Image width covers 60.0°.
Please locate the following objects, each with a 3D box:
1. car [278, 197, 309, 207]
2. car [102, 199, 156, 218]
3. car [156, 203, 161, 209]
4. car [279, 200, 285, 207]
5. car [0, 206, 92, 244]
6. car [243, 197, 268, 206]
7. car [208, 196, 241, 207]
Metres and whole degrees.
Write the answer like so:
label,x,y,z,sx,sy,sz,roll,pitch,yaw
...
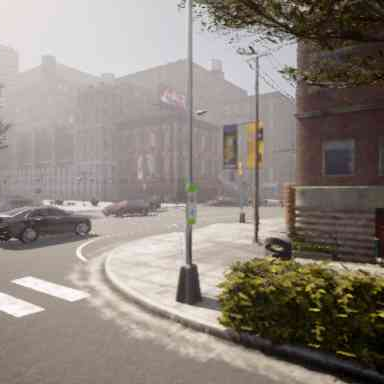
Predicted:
label,x,y,z,sx,sy,sz,roll,pitch,yaw
car,15.401,1.467,50.633,4.181,1.385,1.994,0,0,-23
car,-5.694,1.398,29.296,1.812,1.442,4.674,0,0,38
car,-5.576,1.453,35.148,1.895,1.301,4.718,0,0,40
car,14.187,1.475,46.256,4.181,1.385,1.994,0,0,-25
car,-6.865,1.419,15.466,1.837,1.490,4.892,-2,-1,29
car,9.321,1.464,51.404,4.718,1.301,1.895,0,0,-25
car,4.461,1.376,48.369,4.674,1.452,2.002,0,0,-35
